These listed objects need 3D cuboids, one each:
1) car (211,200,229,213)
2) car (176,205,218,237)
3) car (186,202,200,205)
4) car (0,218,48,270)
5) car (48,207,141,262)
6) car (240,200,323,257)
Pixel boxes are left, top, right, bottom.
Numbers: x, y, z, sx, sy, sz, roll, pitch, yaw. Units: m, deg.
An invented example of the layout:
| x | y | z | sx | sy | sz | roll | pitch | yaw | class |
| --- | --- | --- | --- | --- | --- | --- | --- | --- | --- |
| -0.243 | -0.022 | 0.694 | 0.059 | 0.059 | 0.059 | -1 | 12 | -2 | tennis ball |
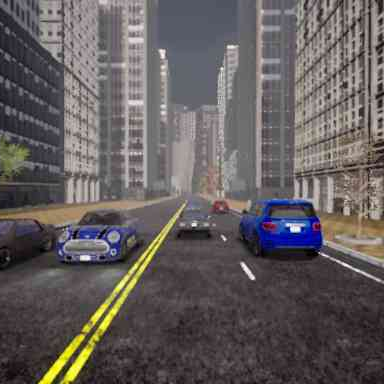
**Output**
| x | y | z | sx | sy | sz | roll | pitch | yaw | class |
| --- | --- | --- | --- | --- | --- | --- | --- | --- | --- |
| 3.344 | 1.718 | 40.269 | 1.882 | 1.535 | 5.008 | 0 | 0 | 0 | car |
| 0.095 | 1.665 | 18.846 | 2.033 | 1.411 | 5.357 | 0 | 0 | 0 | car |
| 0.093 | 1.768 | 36.570 | 2.033 | 1.411 | 5.357 | 0 | 0 | 0 | car |
| -6.503 | 1.621 | 11.621 | 2.033 | 1.411 | 5.357 | 0 | 0 | 0 | car |
| -3.253 | 1.429 | 12.393 | 2.097 | 1.767 | 4.553 | 0 | 0 | 0 | car |
| 3.348 | 1.308 | 13.444 | 2.150 | 2.045 | 5.566 | 0 | 0 | 0 | car |
